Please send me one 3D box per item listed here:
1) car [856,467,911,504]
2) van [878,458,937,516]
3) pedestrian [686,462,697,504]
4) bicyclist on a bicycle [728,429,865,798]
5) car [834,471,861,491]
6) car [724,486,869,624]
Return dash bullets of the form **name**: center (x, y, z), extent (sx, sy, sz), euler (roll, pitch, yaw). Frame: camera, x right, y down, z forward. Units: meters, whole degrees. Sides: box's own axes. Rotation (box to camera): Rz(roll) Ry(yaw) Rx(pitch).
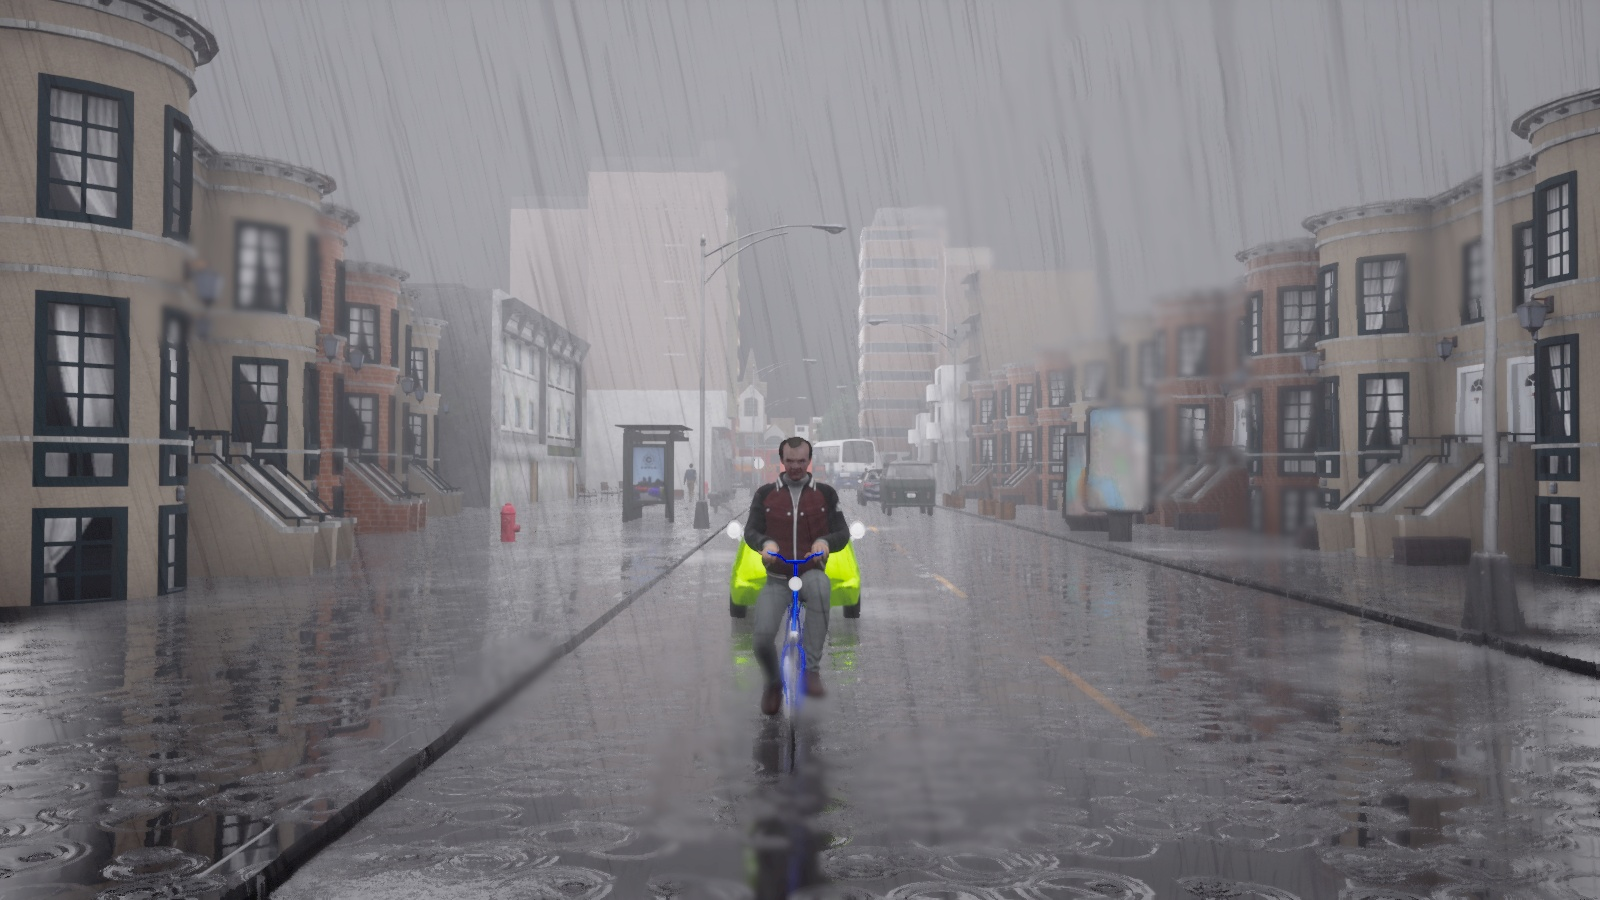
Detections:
- **car**: center (3.843, 1.627, 58.680), extent (2.242, 1.667, 4.611), euler (0, -1, 0)
- **van**: center (3.877, 1.321, 45.869), extent (1.775, 1.987, 4.442), euler (0, -1, 0)
- **pedestrian**: center (-5.056, 1.523, 58.388), extent (0.423, 1.949, 0.788), euler (0, -1, 0)
- **bicyclist on a bicycle**: center (-0.020, 0.803, 6.988), extent (0.659, 1.776, 1.843), euler (0, -1, 0)
- **car**: center (3.677, 2.421, 98.043), extent (1.882, 1.535, 5.008), euler (0, -1, 0)
- **car**: center (-0.037, 1.105, 13.998), extent (1.481, 1.376, 2.207), euler (0, -1, 0)
